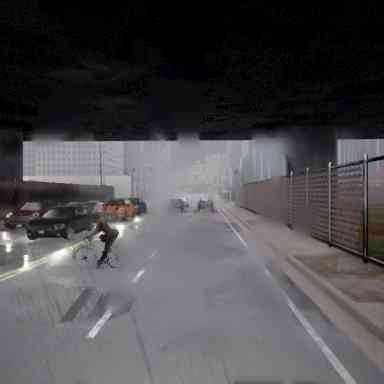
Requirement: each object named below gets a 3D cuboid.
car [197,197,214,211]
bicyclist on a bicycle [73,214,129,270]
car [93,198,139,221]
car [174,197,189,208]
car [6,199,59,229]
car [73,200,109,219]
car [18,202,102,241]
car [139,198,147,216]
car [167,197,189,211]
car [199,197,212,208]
[{"bbox_3d":[1.643,1.491,40.166,2.128,1.511,4.902,0,0,2],"label":"car"},{"bbox_3d":[-2.631,1.452,9.609,1.656,1.620,0.582,0,0,2],"label":"bicyclist on a bicycle"},{"bbox_3d":[-5.988,1.352,26.783,2.097,1.767,4.553,0,0,2],"label":"car"},{"bbox_3d":[-1.522,1.526,49.855,1.812,1.442,4.674,0,0,3],"label":"car"},{"bbox_3d":[-9.796,1.352,21.293,2.097,1.767,4.553,0,0,2],"label":"car"},{"bbox_3d":[-9.380,1.553,31.285,1.812,1.442,4.674,0,2,3],"label":"car"},{"bbox_3d":[-6.468,1.478,16.997,1.882,1.535,5.008,0,0,2],"label":"car"},{"bbox_3d":[-5.808,1.352,32.794,2.097,1.767,4.553,0,0,3],"label":"car"},{"bbox_3d":[-1.876,1.547,40.280,2.033,1.411,5.357,0,0,3],"label":"car"},{"bbox_3d":[1.982,1.526,49.423,1.812,1.442,4.674,0,0,3],"label":"car"}]
